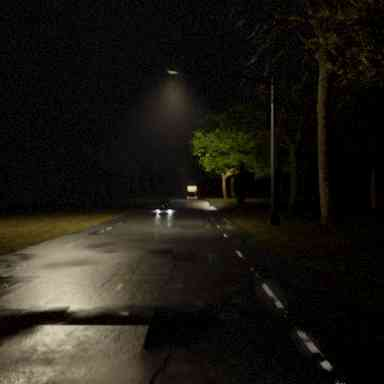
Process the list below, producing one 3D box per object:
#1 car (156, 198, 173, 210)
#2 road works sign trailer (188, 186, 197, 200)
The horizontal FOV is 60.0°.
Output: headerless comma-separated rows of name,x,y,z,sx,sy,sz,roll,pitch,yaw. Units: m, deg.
car,-3.570,1.559,43.731,1.837,1.490,4.892,0,0,0
road works sign trailer,0.033,0.223,88.110,2.380,3.560,2.880,0,1,0
